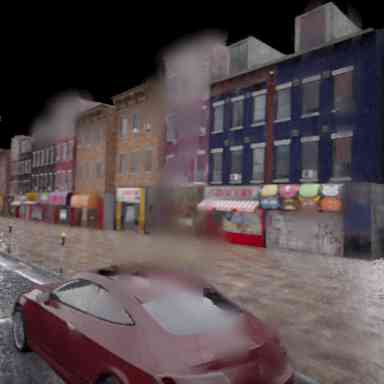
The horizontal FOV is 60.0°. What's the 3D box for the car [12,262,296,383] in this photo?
[{"bbox_3d":[-0.921,1.713,4.531,1.812,1.442,4.674,3,-3,-43],"label":"car"}]
